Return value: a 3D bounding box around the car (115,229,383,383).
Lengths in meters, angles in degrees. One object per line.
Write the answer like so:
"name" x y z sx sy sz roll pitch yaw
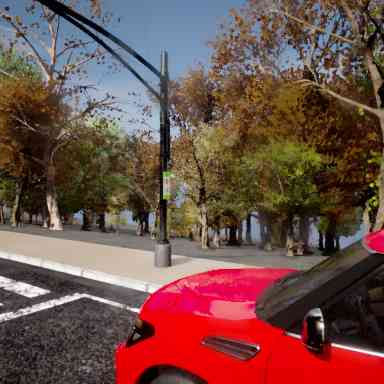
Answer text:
"car" 1.976 1.221 2.304 5.566 2.045 2.150 0 0 34
